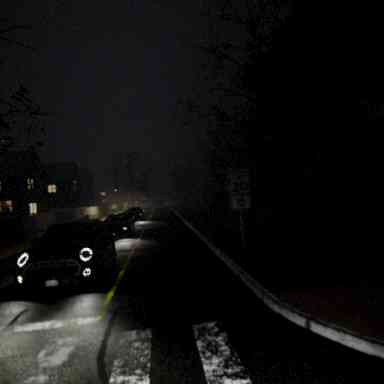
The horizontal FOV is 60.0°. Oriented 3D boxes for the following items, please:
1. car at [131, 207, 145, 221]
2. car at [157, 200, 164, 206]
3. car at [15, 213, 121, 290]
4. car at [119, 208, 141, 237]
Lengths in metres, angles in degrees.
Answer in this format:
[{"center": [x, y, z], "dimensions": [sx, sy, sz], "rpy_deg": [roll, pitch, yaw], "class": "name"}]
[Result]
[{"center": [-6.075, 2.321, 35.497], "dimensions": [1.812, 1.442, 4.674], "rpy_deg": [-4, -1, -5], "class": "car"}, {"center": [-8.609, 3.071, 91.652], "dimensions": [1.837, 1.490, 4.892], "rpy_deg": [-4, -1, -6], "class": "car"}, {"center": [-3.716, 1.708, 10.463], "dimensions": [2.097, 1.767, 4.553], "rpy_deg": [-4, -1, -5], "class": "car"}, {"center": [-4.787, 2.102, 21.865], "dimensions": [2.033, 1.411, 5.357], "rpy_deg": [-4, -1, -5], "class": "car"}]
